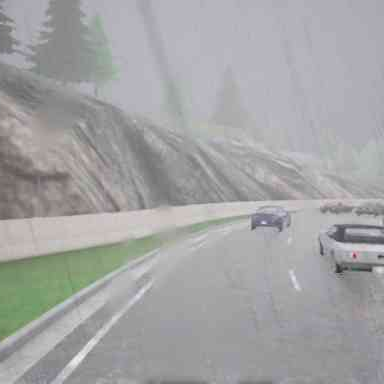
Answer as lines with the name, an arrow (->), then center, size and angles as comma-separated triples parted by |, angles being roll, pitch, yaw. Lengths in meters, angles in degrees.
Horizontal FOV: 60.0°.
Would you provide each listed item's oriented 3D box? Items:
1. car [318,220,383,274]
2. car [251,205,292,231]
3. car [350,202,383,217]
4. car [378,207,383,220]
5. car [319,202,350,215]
car -> 5.158, 1.642, 10.398 | 1.895, 1.301, 4.718 | 0, 0, 13
car -> 5.007, 1.566, 20.814 | 1.812, 1.442, 4.674 | 0, 0, 25
car -> 18.041, 1.690, 33.031 | 5.357, 1.411, 2.033 | 0, 0, -43
car -> 11.243, 1.690, 17.397 | 1.895, 1.301, 4.718 | 0, 0, 24
car -> 15.627, 1.725, 35.795 | 4.718, 1.301, 1.895 | 0, 0, -44
